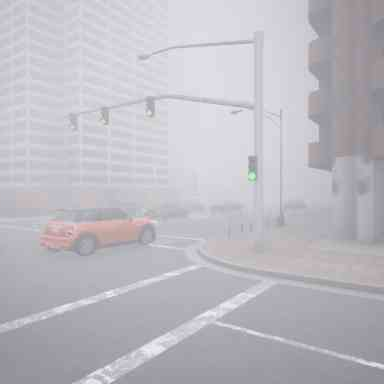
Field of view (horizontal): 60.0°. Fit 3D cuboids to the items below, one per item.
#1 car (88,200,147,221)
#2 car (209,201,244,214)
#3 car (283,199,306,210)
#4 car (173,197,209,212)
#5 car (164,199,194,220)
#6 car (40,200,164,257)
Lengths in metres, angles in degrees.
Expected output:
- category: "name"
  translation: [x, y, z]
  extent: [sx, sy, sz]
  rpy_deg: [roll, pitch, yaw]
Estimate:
- category: "car"
  translation: [-6.159, 1.505, 28.115]
  extent: [1.837, 1.490, 4.892]
  rpy_deg: [0, 0, 35]
- category: "car"
  translation: [3.822, 1.601, 36.212]
  extent: [1.895, 1.301, 4.718]
  rpy_deg: [0, 0, 35]
- category: "car"
  translation: [13.541, 1.564, 43.683]
  extent: [1.994, 1.385, 4.181]
  rpy_deg: [0, 0, 35]
- category: "car"
  translation: [-0.440, 1.564, 36.242]
  extent: [1.994, 1.385, 4.181]
  rpy_deg: [0, 0, 35]
- category: "car"
  translation: [-2.049, 1.564, 27.876]
  extent: [1.994, 1.385, 4.181]
  rpy_deg: [0, 0, 35]
- category: "car"
  translation: [-3.502, 1.352, 13.279]
  extent: [2.097, 1.767, 4.553]
  rpy_deg: [0, 0, 35]
